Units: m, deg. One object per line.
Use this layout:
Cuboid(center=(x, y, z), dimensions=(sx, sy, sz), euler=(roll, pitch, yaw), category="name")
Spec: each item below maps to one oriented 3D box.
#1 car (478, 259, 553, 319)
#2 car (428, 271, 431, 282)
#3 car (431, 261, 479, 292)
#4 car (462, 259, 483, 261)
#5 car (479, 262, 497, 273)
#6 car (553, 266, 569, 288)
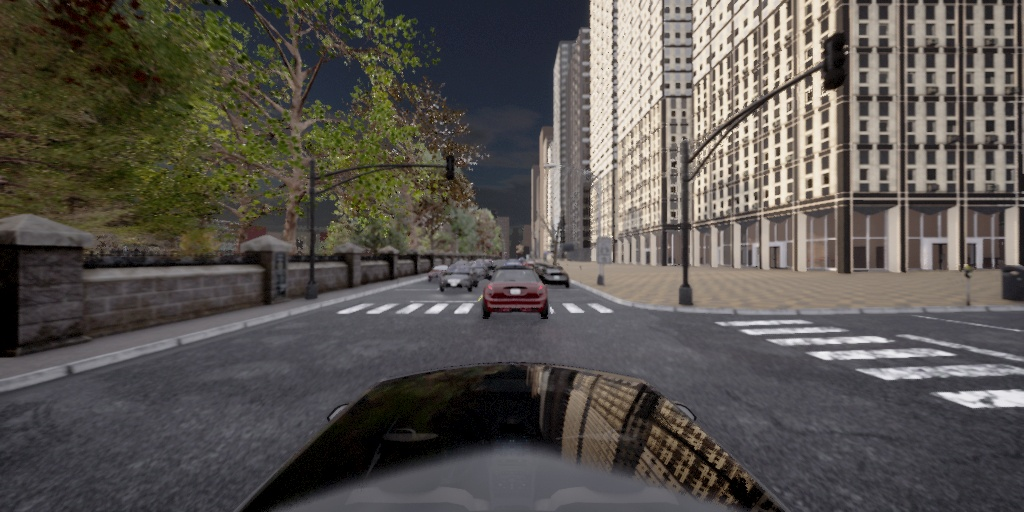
Cuboid(center=(0.106, 1.110, 13.066), dimensions=(2.097, 1.767, 4.553), euler=(0, 0, 0), category="car")
Cuboid(center=(-5.677, 1.356, 29.392), dimensions=(1.802, 1.307, 4.207), euler=(0, 0, 0), category="car")
Cuboid(center=(-3.075, 1.258, 21.617), dimensions=(2.128, 1.511, 4.902), euler=(0, 0, 1), category="car")
Cuboid(center=(-3.070, 1.268, 32.014), dimensions=(2.128, 1.511, 4.902), euler=(0, 0, 0), category="car")
Cuboid(center=(-3.029, 1.395, 46.022), dimensions=(1.895, 1.301, 4.718), euler=(0, 0, 1), category="car")
Cuboid(center=(2.700, 1.333, 23.756), dimensions=(1.948, 1.339, 4.313), euler=(0, 0, 0), category="car")
